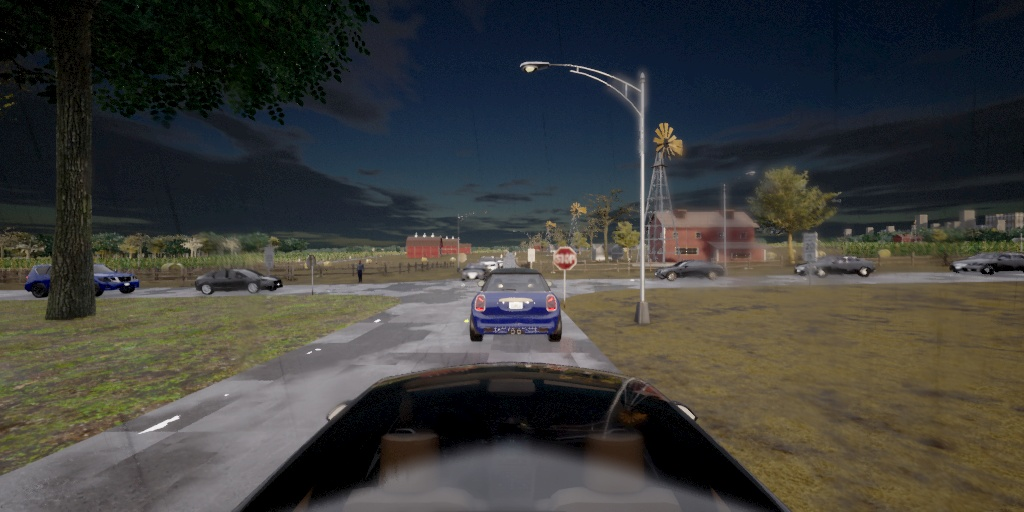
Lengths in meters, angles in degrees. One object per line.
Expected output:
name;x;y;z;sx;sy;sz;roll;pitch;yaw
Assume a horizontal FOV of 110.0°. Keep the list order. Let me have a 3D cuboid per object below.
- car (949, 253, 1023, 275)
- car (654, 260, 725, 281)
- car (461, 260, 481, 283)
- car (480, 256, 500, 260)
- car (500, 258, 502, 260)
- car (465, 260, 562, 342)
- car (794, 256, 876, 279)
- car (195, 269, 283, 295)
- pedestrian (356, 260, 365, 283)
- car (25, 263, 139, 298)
car;34.322;0.523;25.552;4.902;1.511;2.128;-1;1;0
car;12.658;0.994;25.690;4.674;1.442;1.812;-1;1;2
car;-2.888;1.277;28.566;2.128;1.511;4.902;0;0;0
car;-2.901;1.063;43.095;2.150;2.045;5.566;0;0;0
car;-2.890;1.490;56.794;2.033;1.411;5.357;0;-1;0
car;0.085;1.104;9.976;2.097;1.767;4.553;0;0;0
car;22.967;0.755;25.608;4.902;1.511;2.128;-1;1;0
car;-17.291;1.598;22.814;4.892;1.490;1.837;-1;1;0
pedestrian;-12.195;1.215;28.764;0.375;1.860;0.375;0;2;0
car;-27.286;1.499;22.845;5.566;2.045;2.150;-1;1;0
